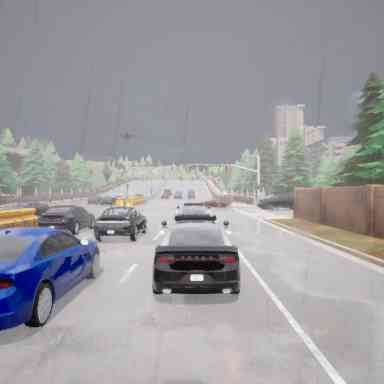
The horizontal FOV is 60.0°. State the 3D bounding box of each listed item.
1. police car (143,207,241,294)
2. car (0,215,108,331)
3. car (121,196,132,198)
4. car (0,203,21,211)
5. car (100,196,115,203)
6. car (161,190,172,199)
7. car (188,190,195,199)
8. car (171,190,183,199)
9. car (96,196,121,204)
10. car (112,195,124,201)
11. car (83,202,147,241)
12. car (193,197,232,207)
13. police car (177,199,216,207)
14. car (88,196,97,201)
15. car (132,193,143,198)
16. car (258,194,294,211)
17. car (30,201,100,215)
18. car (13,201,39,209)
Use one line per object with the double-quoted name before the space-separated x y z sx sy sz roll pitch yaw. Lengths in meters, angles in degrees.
"police car" 0.093 1.425 8.910 1.930 1.638 5.238 0 0 0
"car" -3.406 1.478 6.997 1.882 1.535 5.008 0 0 0
"car" -14.065 1.491 66.350 2.128 1.511 4.902 0 0 0
"car" -6.907 1.351 8.944 2.097 1.767 4.553 0 0 0
"car" -17.559 1.552 69.300 1.994 1.385 4.181 0 0 0
"car" -7.175 1.071 88.574 1.994 1.385 4.181 0 4 0
"car" -0.181 0.977 89.571 2.128 1.511 4.902 0 4 0
"car" -3.672 0.903 88.152 2.097 1.767 4.553 0 3 0
"car" -14.123 1.547 56.727 2.033 1.411 5.357 0 0 0
"car" -17.617 1.501 79.358 1.895 1.301 4.718 0 1 0
"car" -3.422 1.491 16.569 2.128 1.511 4.902 0 0 1
"car" 2.978 1.601 45.977 4.718 1.301 1.895 0 0 31
"police car" 0.084 1.425 18.813 1.930 1.638 5.238 0 0 0
"car" -17.603 1.505 60.678 1.837 1.490 4.892 0 0 0
"car" -14.168 1.104 87.521 2.128 1.511 4.902 0 3 0
"car" 10.810 1.221 40.306 5.566 2.045 2.150 0 0 -1
"car" -6.915 1.505 18.770 1.837 1.490 4.892 0 0 0
"car" -13.729 1.492 26.960 2.128 1.511 4.902 -1 0 15
